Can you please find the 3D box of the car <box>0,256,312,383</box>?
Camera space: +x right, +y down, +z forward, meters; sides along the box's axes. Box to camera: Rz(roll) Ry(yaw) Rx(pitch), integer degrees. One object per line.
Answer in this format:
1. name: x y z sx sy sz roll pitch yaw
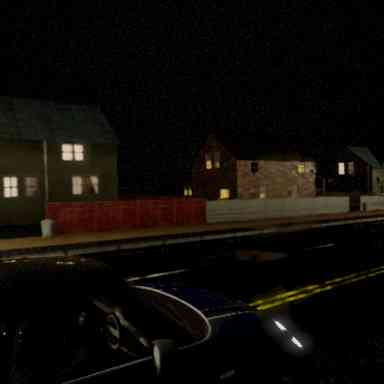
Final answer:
1. car: -1.087 1.347 2.662 4.553 1.767 2.097 0 0 -36
